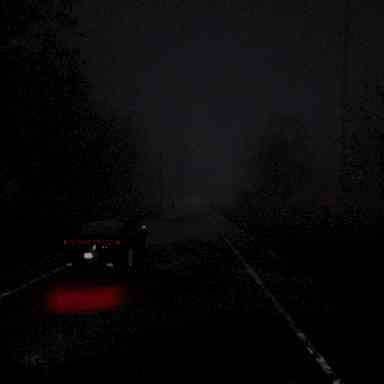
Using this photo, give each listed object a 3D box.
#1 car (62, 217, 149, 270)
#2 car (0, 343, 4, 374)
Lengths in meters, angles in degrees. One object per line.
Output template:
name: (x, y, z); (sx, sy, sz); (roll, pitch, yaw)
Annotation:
car: (-2.728, 1.594, 11.525); (1.882, 1.535, 5.008); (0, 0, 2)
car: (-3.081, 1.545, 1.824); (1.812, 1.442, 4.674); (0, -1, 2)
